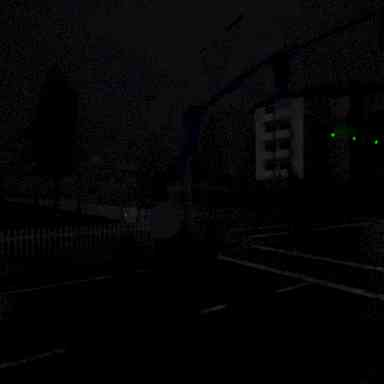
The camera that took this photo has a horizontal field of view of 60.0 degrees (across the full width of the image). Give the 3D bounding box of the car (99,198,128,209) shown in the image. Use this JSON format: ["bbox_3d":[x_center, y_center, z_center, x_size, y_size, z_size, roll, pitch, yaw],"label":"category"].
[{"bbox_3d":[-9.360,1.449,39.065,2.033,1.411,5.357,0,0,-34],"label":"car"}]

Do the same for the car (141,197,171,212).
[{"bbox_3d":[-4.143,1.370,37.567,2.128,1.511,4.902,0,0,-34],"label":"car"}]
